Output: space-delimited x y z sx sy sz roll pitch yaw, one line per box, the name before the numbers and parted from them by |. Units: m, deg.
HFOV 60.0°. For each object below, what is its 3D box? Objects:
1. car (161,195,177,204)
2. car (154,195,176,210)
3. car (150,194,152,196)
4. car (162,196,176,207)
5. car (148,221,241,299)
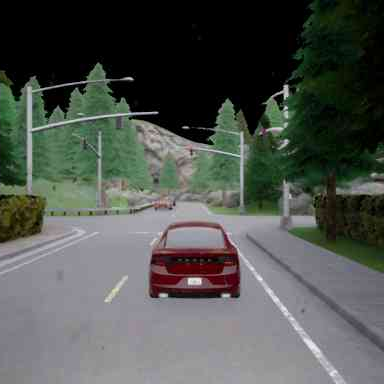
car | -4.735 1.478 67.523 1.882 1.535 5.008 0 0 -21
car | -3.589 1.352 42.640 2.097 1.767 4.553 0 0 0
car | -11.003 1.355 79.677 4.553 1.767 2.097 0 0 24
car | -3.576 1.478 53.028 1.882 1.535 5.008 0 0 0
car | 0.068 1.478 8.538 1.882 1.535 5.008 0 0 0
